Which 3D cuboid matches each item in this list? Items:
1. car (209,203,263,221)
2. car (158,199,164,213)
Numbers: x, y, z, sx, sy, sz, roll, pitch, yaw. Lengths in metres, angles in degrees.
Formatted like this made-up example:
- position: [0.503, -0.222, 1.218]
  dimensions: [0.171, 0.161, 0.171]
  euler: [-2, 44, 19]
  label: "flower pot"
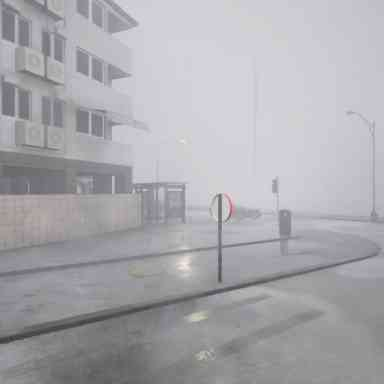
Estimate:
- position: [3.590, 1.601, 27.598]
  dimensions: [1.895, 1.301, 4.718]
  euler: [0, 0, -35]
  label: "car"
- position: [-3.663, 1.548, 37.793]
  dimensions: [2.033, 1.411, 5.357]
  euler: [0, 0, -35]
  label: "car"
